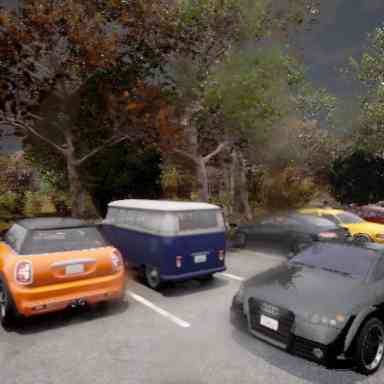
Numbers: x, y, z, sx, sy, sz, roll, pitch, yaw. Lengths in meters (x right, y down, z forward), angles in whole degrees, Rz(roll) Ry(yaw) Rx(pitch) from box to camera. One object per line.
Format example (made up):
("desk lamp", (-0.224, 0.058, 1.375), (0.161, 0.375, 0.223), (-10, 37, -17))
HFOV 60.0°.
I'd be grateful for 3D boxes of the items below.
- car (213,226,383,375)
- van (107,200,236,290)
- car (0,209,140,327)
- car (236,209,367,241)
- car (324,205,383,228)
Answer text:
("car", (2.643, 1.531, 5.560), (4.181, 1.385, 1.994), (0, 0, -35))
("van", (-1.068, 1.226, 9.186), (1.878, 1.987, 4.442), (0, 0, -35))
("car", (-3.246, 1.344, 7.453), (2.185, 1.767, 4.553), (0, 0, -35))
("car", (3.538, 1.463, 12.327), (2.002, 1.452, 4.674), (0, 0, -36))
("car", (5.911, 1.405, 13.796), (1.946, 1.575, 5.366), (0, 0, -36))
